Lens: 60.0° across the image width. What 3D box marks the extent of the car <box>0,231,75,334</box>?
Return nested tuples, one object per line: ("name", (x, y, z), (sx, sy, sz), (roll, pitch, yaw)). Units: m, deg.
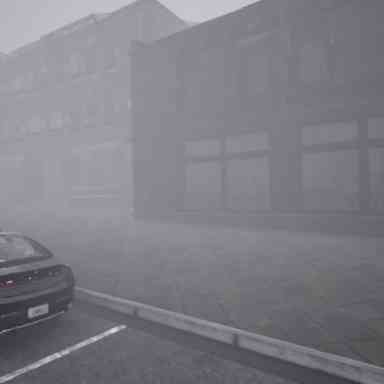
("car", (-4.236, 1.480, 6.265), (4.892, 1.521, 2.231), (0, 0, 35))
